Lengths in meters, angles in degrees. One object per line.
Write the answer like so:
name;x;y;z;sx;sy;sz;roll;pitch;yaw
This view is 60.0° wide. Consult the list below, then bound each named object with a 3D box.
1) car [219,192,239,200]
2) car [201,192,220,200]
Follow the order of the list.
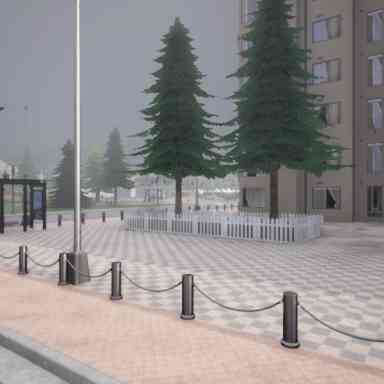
car;9.665;1.365;84.659;3.633;1.501;1.845;0;0;35
car;5.307;1.374;91.364;3.806;1.475;1.970;0;0;35
